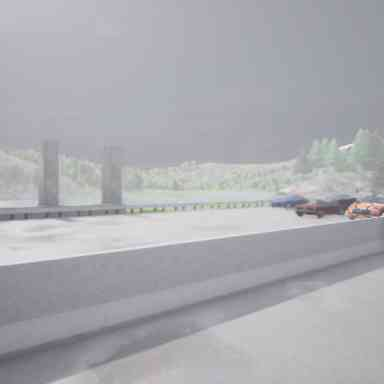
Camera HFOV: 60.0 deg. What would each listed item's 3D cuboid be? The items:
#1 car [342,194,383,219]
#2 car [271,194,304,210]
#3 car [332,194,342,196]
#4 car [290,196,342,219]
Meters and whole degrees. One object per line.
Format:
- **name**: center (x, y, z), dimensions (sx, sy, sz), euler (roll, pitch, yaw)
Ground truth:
- **car**: center (12.911, 1.022, 23.371), dimensions (4.553, 1.767, 2.097), euler (-1, 1, -38)
- **car**: center (10.278, 0.981, 34.688), dimensions (5.008, 1.535, 1.882), euler (-1, 1, -38)
- **car**: center (14.967, 0.996, 33.939), dimensions (5.008, 1.535, 1.882), euler (-1, 1, -38)
- **car**: center (9.889, 1.238, 25.446), dimensions (4.718, 1.301, 1.895), euler (-1, 1, -38)
